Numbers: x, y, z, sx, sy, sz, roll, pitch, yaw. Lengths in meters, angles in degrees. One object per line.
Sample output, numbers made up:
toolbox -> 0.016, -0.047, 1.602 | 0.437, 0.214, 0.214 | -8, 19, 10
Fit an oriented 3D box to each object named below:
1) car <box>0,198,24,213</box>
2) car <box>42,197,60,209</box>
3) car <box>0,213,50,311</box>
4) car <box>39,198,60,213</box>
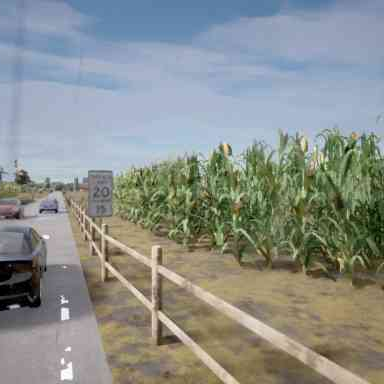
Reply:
car -> -15.365, 1.370, 27.785 | 2.097, 1.767, 4.553 | 0, 0, -21
car -> -19.381, 1.510, 45.769 | 2.128, 1.511, 4.902 | 0, 0, -21
car -> -4.382, 1.480, 7.563 | 1.882, 1.535, 5.008 | 0, 0, -21
car -> -15.727, 1.560, 36.605 | 2.033, 1.411, 5.357 | 0, 0, -21
